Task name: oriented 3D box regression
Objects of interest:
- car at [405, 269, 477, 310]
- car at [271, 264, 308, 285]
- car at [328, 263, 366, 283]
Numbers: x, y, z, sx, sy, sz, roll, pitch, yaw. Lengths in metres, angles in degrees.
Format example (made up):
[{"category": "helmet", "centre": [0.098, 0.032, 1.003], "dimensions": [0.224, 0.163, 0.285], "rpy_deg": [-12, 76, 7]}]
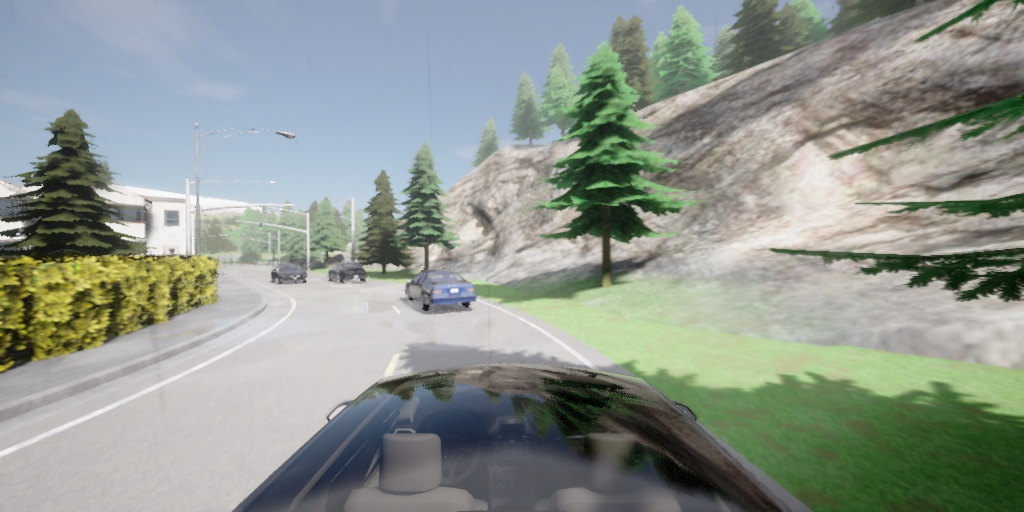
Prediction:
[{"category": "car", "centre": [-3.084, 1.259, 14.728], "dimensions": [2.033, 1.411, 5.357], "rpy_deg": [-1, 0, -26]}, {"category": "car", "centre": [-17.174, 1.363, 27.542], "dimensions": [1.837, 1.490, 4.892], "rpy_deg": [-1, 0, -41]}, {"category": "car", "centre": [-12.978, 1.268, 28.086], "dimensions": [1.837, 1.490, 4.892], "rpy_deg": [-1, 0, -40]}]
